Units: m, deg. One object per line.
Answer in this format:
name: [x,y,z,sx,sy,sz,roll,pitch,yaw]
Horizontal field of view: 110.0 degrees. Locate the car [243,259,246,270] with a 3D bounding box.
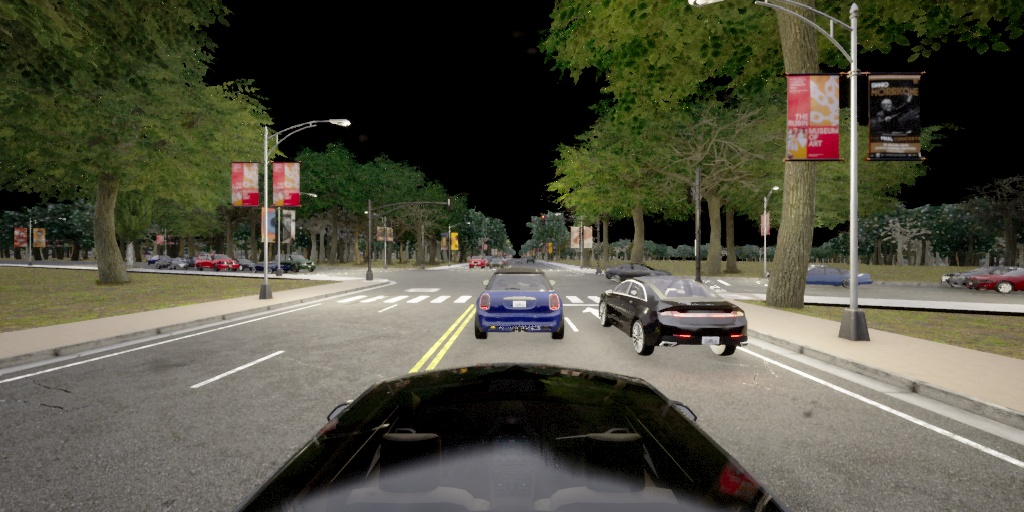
car: [-34.670,1.074,45.965,4.892,1.490,1.837,0,0,24]

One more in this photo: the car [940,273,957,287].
car: [31.836,1.430,23.553,4.902,1.511,2.128,0,0,24]

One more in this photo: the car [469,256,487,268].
car: [-5.587,0.978,58.009,2.150,2.045,5.566,0,0,1]

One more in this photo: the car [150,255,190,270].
car: [-44.261,1.021,46.700,4.902,1.511,2.128,0,0,24]

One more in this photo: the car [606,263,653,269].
car: [9.434,1.322,26.813,4.892,1.490,1.837,0,1,35]

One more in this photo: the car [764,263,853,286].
car: [22.625,1.373,27.659,4.902,1.511,2.128,0,0,26]

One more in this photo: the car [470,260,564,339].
car: [0.199,1.102,10.192,2.097,1.767,4.553,0,0,1]

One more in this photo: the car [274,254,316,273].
car: [-25.511,0.840,41.870,5.566,2.045,2.150,0,0,24]

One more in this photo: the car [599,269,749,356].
car: [3.434,1.241,8.602,2.128,1.511,4.902,0,0,0]

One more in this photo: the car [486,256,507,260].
car: [-2.359,1.109,55.939,2.097,1.767,4.553,0,0,1]

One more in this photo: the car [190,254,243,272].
car: [-35.070,0.797,42.575,5.566,2.045,2.150,0,0,24]

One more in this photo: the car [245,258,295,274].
car: [-26.006,1.225,38.514,4.718,1.301,1.895,0,0,27]

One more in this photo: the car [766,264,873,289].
car: [21.158,1.429,24.790,5.357,1.411,2.033,0,0,21]

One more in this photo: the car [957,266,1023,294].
car: [30.139,1.415,20.753,5.008,1.535,1.882,0,0,24]
